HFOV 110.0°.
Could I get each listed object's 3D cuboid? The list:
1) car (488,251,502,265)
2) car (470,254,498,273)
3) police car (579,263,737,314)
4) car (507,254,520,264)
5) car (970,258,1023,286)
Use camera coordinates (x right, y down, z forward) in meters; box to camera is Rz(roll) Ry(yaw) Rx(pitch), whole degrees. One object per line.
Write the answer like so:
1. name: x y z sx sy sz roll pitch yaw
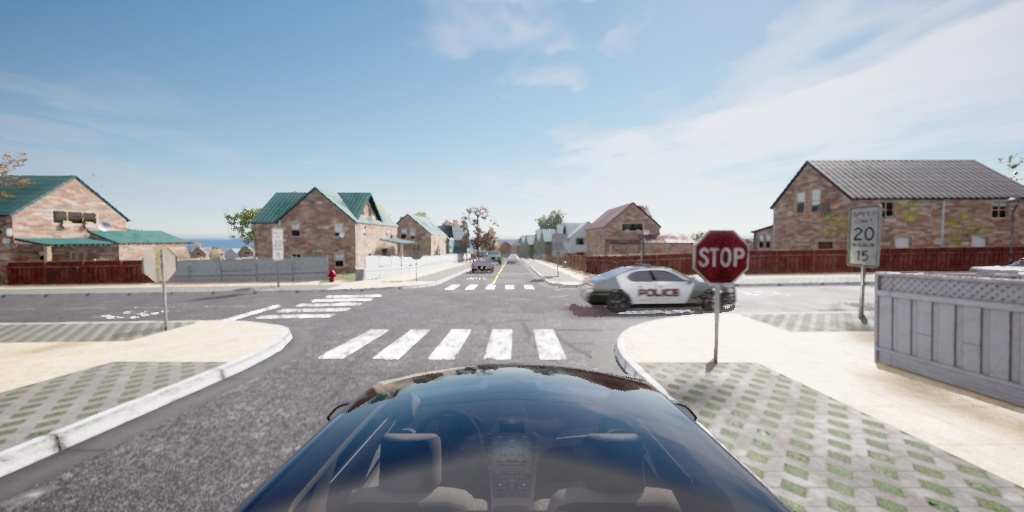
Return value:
1. car: -2.566 0.248 51.447 2.150 2.045 5.566 0 0 0
2. car: -2.599 0.824 32.726 1.994 1.385 4.181 0 1 0
3. police car: 4.903 1.046 12.296 4.974 1.542 2.038 -1 2 1
4. car: 0.251 0.489 57.193 1.812 1.442 4.674 0 1 0
5. car: 22.370 0.710 14.960 4.718 1.301 1.895 -1 3 1
